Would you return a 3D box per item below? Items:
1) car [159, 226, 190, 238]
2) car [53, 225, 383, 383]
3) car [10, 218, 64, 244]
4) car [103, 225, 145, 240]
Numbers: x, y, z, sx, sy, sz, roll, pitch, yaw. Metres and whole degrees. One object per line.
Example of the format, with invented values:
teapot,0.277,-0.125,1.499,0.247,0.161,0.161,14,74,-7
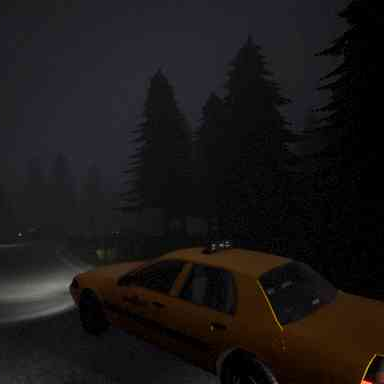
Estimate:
car,-2.324,5.543,46.250,1.882,1.535,5.008,-5,-8,30
car,0.153,1.440,4.725,5.366,1.575,1.801,0,1,43
car,-12.757,3.221,28.062,2.150,2.045,5.566,-4,-7,7
car,-7.438,4.510,36.939,2.033,1.411,5.357,-4,-8,20
